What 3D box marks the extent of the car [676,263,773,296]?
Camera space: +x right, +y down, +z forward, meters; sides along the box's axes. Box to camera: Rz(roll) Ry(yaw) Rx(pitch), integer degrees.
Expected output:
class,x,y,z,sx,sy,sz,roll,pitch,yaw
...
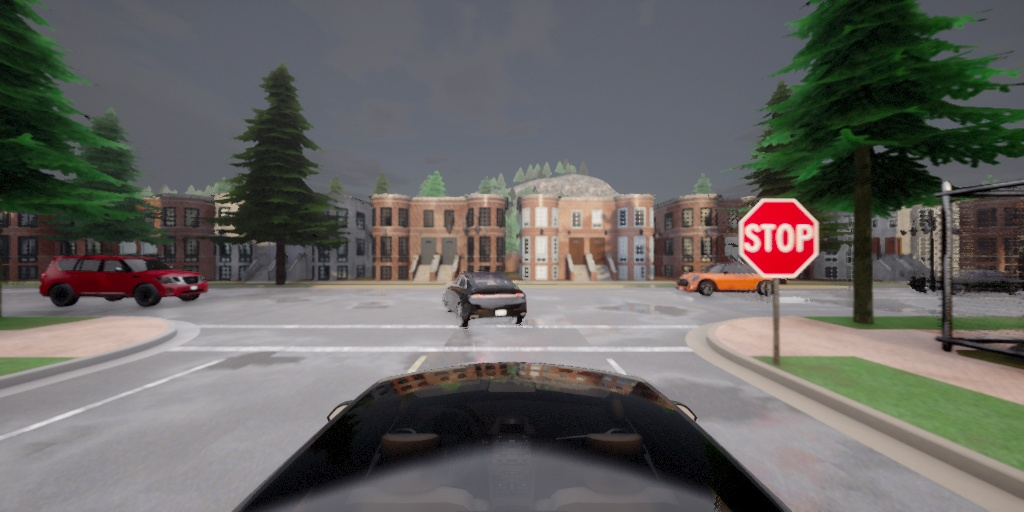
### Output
class,x,y,z,sx,sy,sz,roll,pitch,yaw
car,11.206,1.143,19.059,4.553,1.767,2.097,0,0,0

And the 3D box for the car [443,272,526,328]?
class,x,y,z,sx,sy,sz,roll,pitch,yaw
car,-1.044,1.270,11.661,2.128,1.511,4.902,0,0,-18

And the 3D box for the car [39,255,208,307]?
class,x,y,z,sx,sy,sz,roll,pitch,yaw
car,-16.268,0.997,15.206,5.566,2.045,2.150,0,0,-1

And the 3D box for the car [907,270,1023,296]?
class,x,y,z,sx,sy,sz,roll,pitch,yaw
car,24.286,1.393,19.127,4.718,1.301,1.895,0,0,0
